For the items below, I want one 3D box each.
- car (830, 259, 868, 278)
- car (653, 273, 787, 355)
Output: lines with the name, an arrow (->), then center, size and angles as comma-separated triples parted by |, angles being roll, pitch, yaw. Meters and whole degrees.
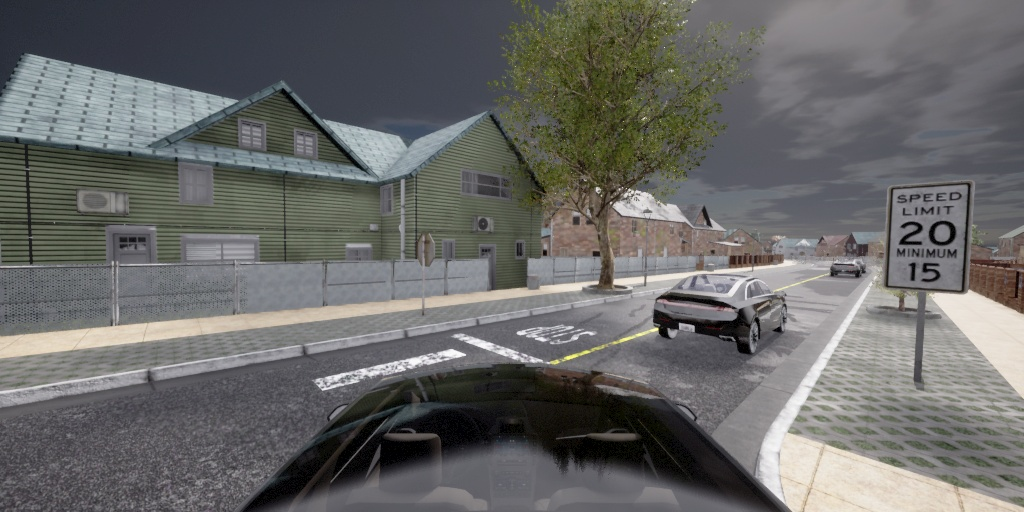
car -> 29.472, 1.040, 31.587 | 4.902, 1.511, 2.128 | 0, 2, -43
car -> 5.199, 1.181, 8.702 | 4.902, 1.511, 2.128 | 0, 2, -43
